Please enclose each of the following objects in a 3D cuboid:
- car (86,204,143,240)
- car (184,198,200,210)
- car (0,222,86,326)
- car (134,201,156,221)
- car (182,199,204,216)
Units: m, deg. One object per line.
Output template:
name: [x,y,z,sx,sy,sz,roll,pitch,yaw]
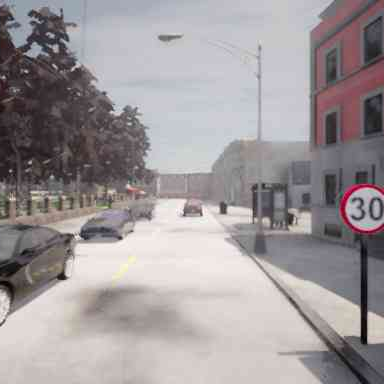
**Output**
car: [-4.103,1.557,17.281,2.033,1.411,5.357,0,0,0]
car: [0.019,1.572,43.986,2.033,1.411,5.357,0,0,0]
car: [-4.102,1.482,7.142,1.882,1.535,5.008,0,0,0]
car: [-4.076,1.520,27.680,1.837,1.490,4.892,0,0,0]
car: [0.102,1.543,32.303,1.812,1.442,4.674,0,0,0]
